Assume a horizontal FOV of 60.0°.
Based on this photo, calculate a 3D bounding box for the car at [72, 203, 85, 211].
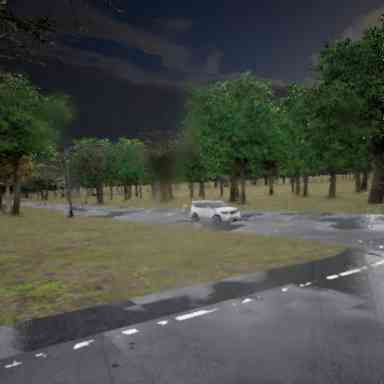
[{"bbox_3d":[-23.613,3.113,69.077,2.128,1.511,4.902,-4,1,-28],"label":"car"}]

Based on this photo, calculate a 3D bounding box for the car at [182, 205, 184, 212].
[{"bbox_3d":[0.505,1.947,45.148,1.882,1.535,5.008,-4,1,-36],"label":"car"}]

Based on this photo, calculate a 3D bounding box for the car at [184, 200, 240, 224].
[{"bbox_3d":[1.998,1.791,31.068,2.150,2.045,5.566,-4,1,-36],"label":"car"}]
